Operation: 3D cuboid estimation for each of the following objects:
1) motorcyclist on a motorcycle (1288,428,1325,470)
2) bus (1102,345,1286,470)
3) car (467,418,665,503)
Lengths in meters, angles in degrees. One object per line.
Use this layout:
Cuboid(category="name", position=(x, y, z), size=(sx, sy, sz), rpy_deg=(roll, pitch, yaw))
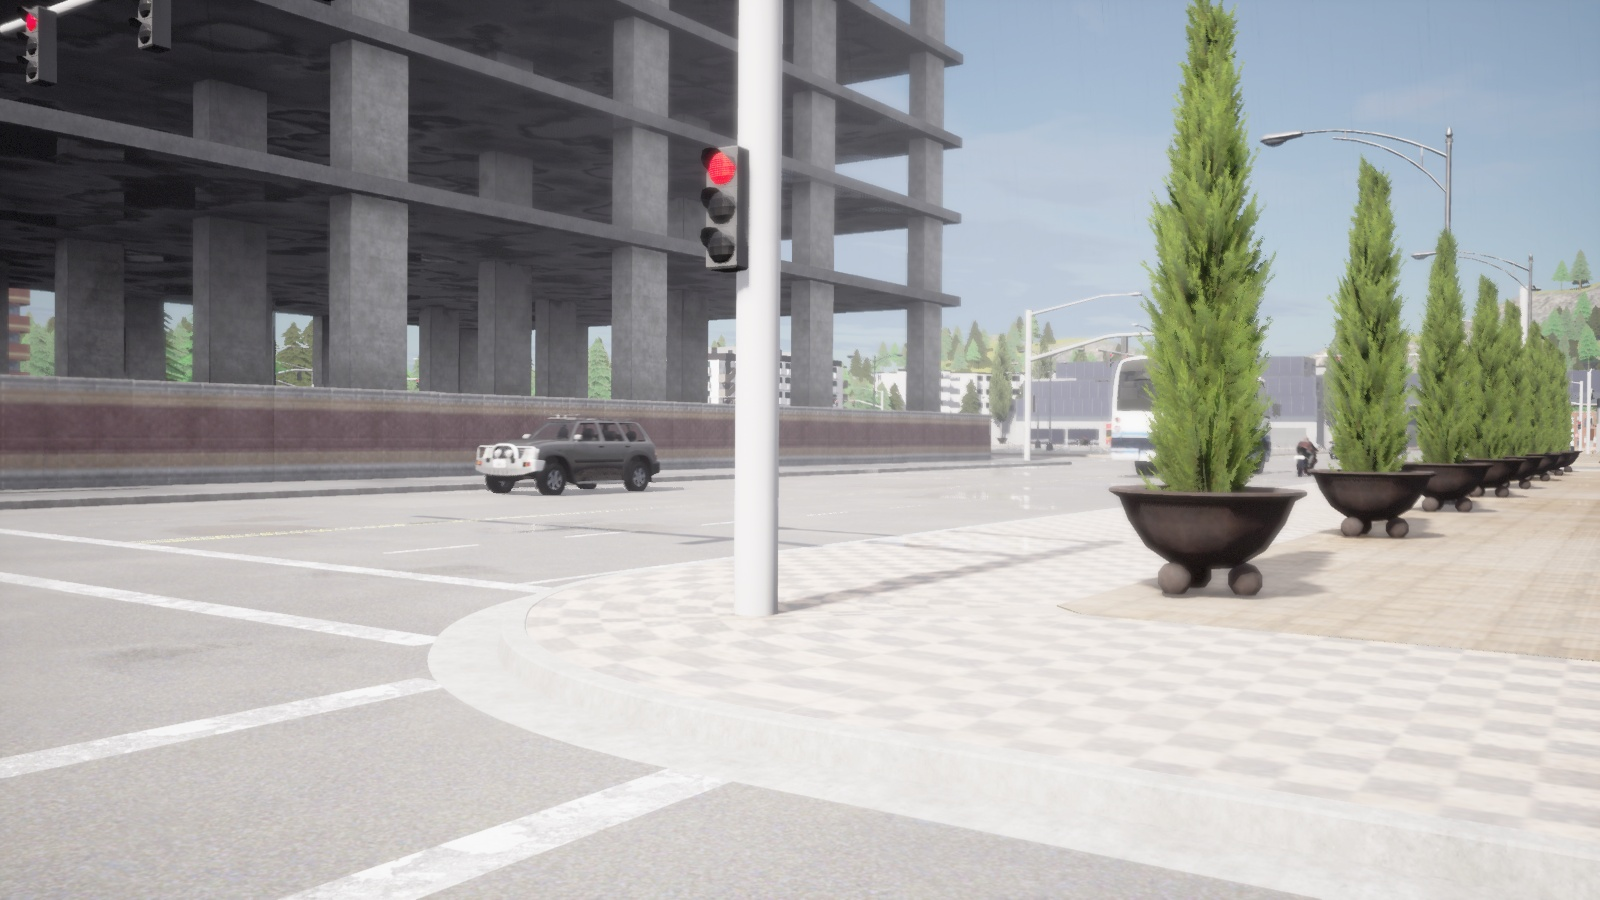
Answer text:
Cuboid(category="motorcyclist on a motorcycle", position=(19.127, -0.054, 47.419), size=(0.866, 1.530, 2.191), rpy_deg=(0, 1, 34))
Cuboid(category="bus", position=(15.312, -1.440, 48.023), size=(3.944, 4.253, 10.273), rpy_deg=(0, 0, 34))
Cuboid(category="car", position=(-5.446, 0.191, 29.788), size=(1.932, 1.855, 4.605), rpy_deg=(0, 1, 34))
